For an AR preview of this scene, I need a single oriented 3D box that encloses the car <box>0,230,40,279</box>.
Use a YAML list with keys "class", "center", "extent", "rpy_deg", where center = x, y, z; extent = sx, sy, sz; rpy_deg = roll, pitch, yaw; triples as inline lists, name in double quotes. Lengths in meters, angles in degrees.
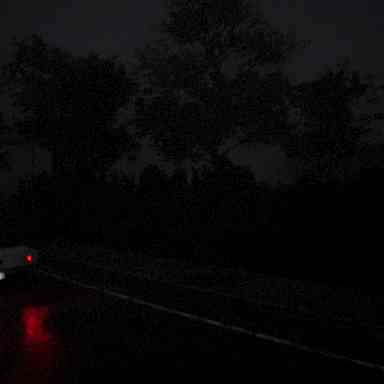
- class: "car"
  center: [-6.127, 1.669, 9.122]
  extent: [4.718, 1.301, 1.895]
  rpy_deg: [0, 0, 41]
